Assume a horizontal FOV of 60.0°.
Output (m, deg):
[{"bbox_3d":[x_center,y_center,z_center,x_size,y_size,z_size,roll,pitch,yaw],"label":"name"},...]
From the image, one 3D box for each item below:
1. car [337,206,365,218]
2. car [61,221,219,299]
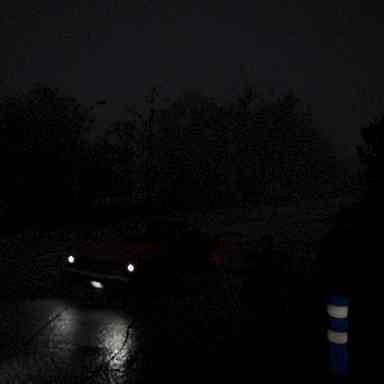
[{"bbox_3d":[12.216,1.189,22.239,2.163,1.488,4.792,-3,3,-42],"label":"car"},{"bbox_3d":[-0.926,1.459,8.408,1.895,1.301,4.718,2,1,24],"label":"car"}]
